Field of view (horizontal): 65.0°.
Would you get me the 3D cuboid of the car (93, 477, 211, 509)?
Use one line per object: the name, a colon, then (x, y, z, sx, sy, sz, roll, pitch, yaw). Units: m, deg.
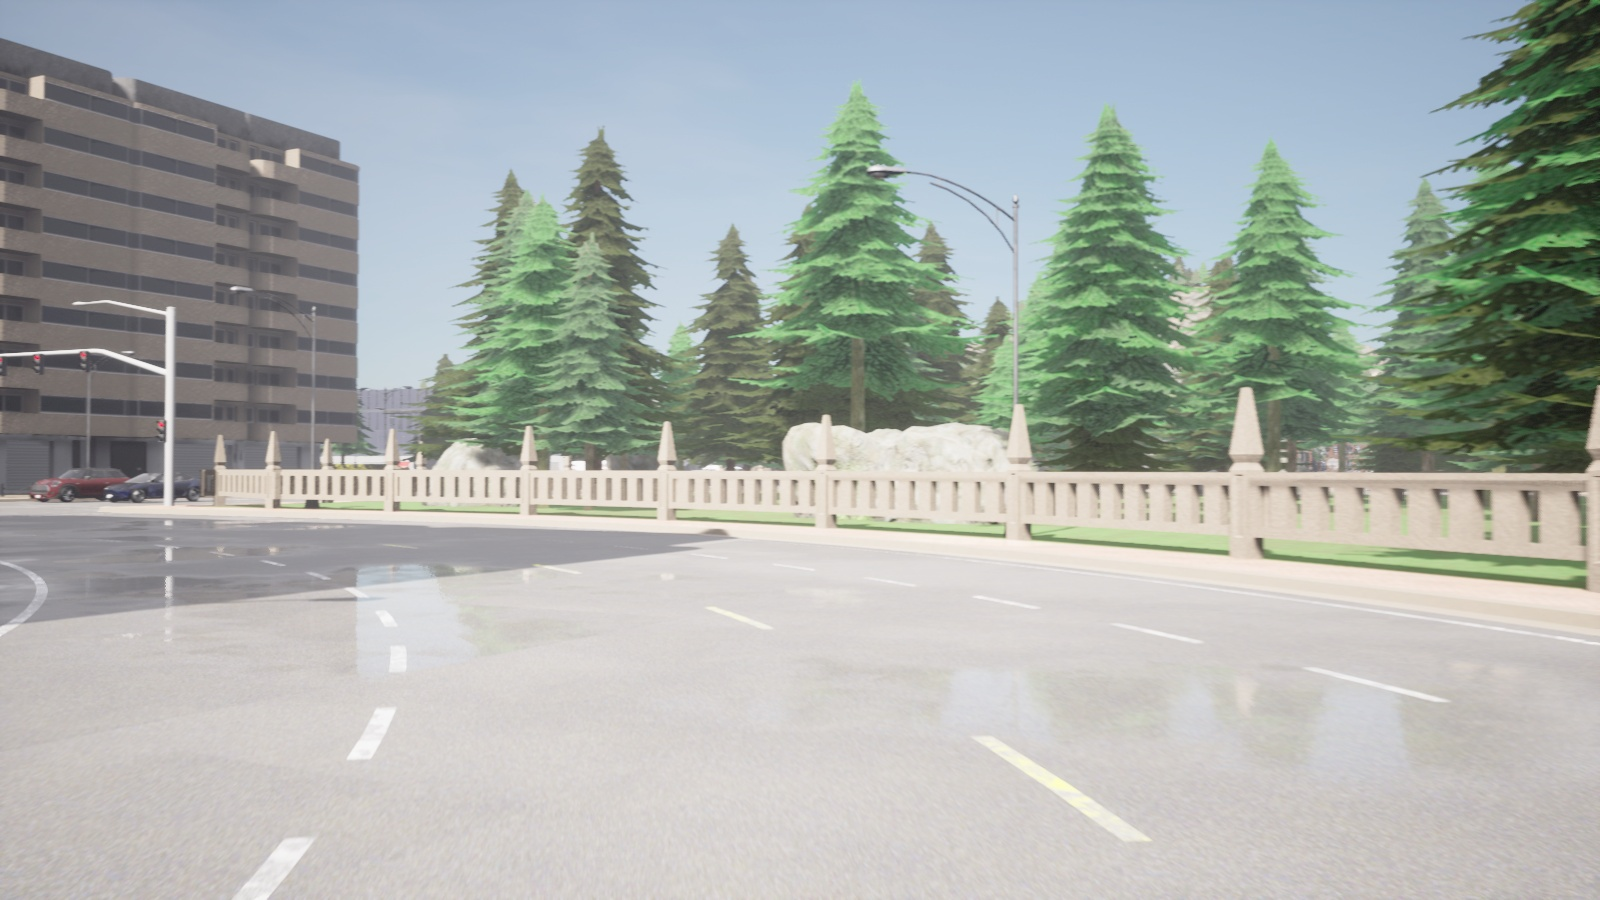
car: (-31.658, 2.068, 61.538, 2.163, 1.488, 4.792, -1, -1, 26)

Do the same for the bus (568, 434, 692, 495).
bus: (-12.365, 1.109, 92.522, 3.944, 4.253, 10.273, -1, -1, 26)

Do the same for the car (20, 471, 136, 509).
car: (-35.438, 1.951, 61.798, 2.097, 1.767, 4.553, -1, -1, 26)
